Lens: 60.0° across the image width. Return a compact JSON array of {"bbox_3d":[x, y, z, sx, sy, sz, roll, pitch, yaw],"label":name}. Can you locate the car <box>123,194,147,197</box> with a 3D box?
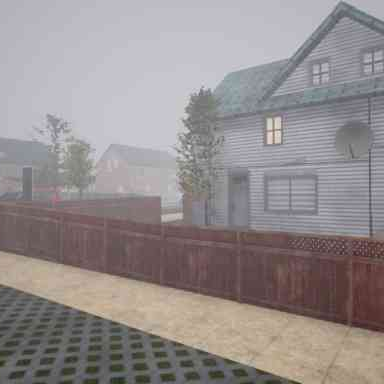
[{"bbox_3d":[-5.332,0.949,29.927,2.128,1.511,4.902,-1,1,36],"label":"car"}]

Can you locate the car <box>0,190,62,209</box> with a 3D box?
[{"bbox_3d":[-11.215,0.921,21.762,2.150,2.045,5.566,-1,1,36],"label":"car"}]

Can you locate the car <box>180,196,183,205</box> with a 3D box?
[{"bbox_3d":[0.558,0.569,38.117,2.097,1.767,4.553,-1,1,36],"label":"car"}]
